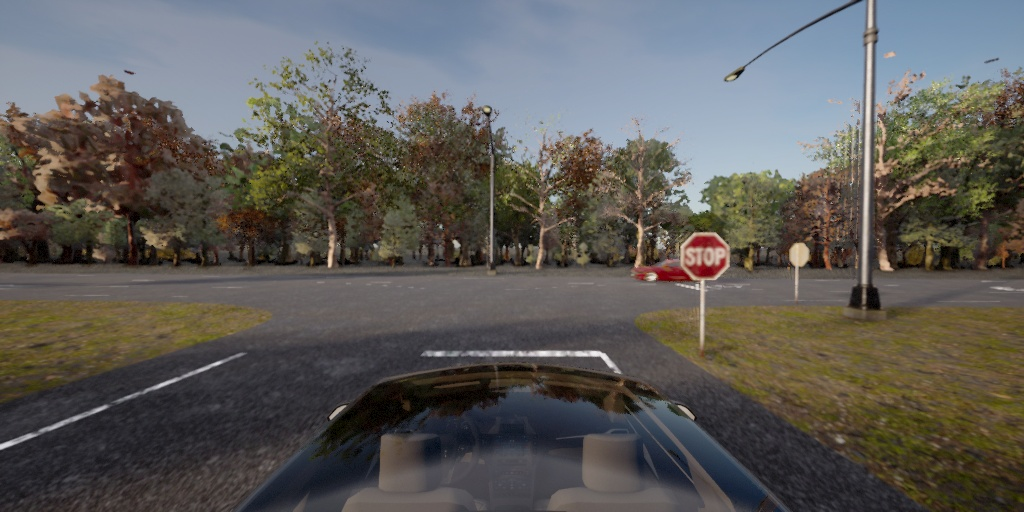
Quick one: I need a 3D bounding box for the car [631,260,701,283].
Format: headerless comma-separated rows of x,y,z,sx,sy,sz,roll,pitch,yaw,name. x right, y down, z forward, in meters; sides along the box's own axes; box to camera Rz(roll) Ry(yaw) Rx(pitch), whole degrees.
10.478,0.975,23.653,5.008,1.535,1.882,0,1,0,car
